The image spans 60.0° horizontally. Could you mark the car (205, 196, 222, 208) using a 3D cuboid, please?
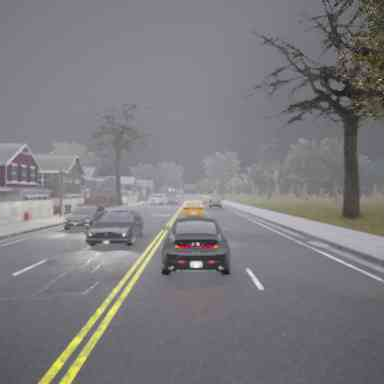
[{"bbox_3d":[3.378,1.664,49.352,2.033,1.411,5.357,0,0,0],"label":"car"}]

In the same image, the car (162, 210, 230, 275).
[{"bbox_3d":[0.106,1.532,10.565,1.837,1.490,4.892,0,0,0],"label":"car"}]

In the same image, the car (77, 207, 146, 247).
[{"bbox_3d":[-3.344,1.587,15.637,2.033,1.411,5.357,0,0,0],"label":"car"}]

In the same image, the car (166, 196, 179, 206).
[{"bbox_3d":[-3.276,1.483,56.478,2.097,1.767,4.553,0,0,1],"label":"car"}]

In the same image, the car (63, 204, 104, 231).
[{"bbox_3d":[-6.588,1.559,21.204,1.837,1.490,4.892,0,0,0],"label":"car"}]

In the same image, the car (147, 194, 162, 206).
[{"bbox_3d":[-6.509,1.359,59.088,2.150,2.045,5.566,0,0,1],"label":"car"}]

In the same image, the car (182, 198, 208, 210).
[{"bbox_3d":[0.116,1.551,29.156,1.882,1.535,5.008,0,0,0],"label":"car"}]
